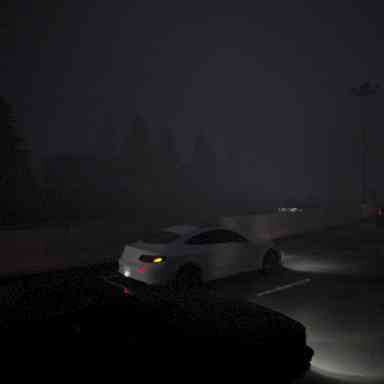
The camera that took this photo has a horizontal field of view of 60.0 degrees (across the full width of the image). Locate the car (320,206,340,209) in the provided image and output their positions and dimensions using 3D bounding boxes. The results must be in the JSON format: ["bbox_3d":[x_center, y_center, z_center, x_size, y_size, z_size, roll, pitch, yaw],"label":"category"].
[{"bbox_3d":[15.752,1.524,36.380,1.812,1.442,4.674,0,0,33],"label":"car"}]

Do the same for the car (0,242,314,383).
[{"bbox_3d":[-1.203,1.554,2.957,5.357,1.411,2.033,0,0,-36],"label":"car"}]

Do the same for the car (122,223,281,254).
[{"bbox_3d":[0.377,1.535,8.717,4.674,1.442,1.812,0,0,-39],"label":"car"}]

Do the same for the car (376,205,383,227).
[{"bbox_3d":[13.585,1.340,21.608,2.097,1.767,4.553,0,0,41],"label":"car"}]
